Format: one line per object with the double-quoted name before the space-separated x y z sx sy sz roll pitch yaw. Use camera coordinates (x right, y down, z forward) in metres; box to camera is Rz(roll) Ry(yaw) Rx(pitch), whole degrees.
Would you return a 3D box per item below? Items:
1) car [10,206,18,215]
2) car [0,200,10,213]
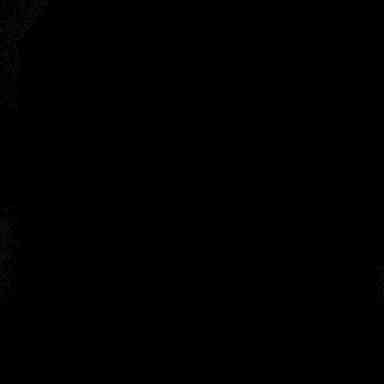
"car" -16.131 1.617 33.475 1.802 1.307 4.206 0 -1 36
"car" -19.275 1.274 29.087 2.192 1.841 5.009 0 -1 36
